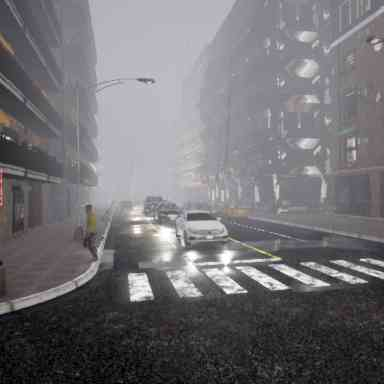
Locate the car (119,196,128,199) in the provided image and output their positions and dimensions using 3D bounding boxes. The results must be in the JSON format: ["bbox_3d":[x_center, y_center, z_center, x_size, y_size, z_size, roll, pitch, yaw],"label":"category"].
[{"bbox_3d":[-14.438,1.851,71.181,2.192,1.841,5.009,-1,0,-12],"label":"car"}]

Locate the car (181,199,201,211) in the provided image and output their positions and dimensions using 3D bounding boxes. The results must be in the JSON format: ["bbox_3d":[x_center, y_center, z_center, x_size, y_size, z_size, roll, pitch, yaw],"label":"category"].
[{"bbox_3d":[-0.189,1.754,45.295,1.887,1.381,4.507,-1,0,-12],"label":"car"}]

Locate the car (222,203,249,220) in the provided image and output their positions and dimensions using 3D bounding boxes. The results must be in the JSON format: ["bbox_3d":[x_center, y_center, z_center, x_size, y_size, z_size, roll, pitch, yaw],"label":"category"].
[{"bbox_3d":[3.407,1.608,28.871,1.752,1.417,4.829,-1,0,-12],"label":"car"}]

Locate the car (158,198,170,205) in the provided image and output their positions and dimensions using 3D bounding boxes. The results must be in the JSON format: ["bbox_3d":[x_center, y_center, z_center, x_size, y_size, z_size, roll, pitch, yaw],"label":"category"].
[{"bbox_3d":[-6.244,1.985,72.952,2.008,1.369,4.403,-1,0,-12],"label":"car"}]

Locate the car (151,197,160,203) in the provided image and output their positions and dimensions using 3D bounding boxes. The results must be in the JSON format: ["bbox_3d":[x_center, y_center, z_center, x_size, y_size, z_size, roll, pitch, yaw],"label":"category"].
[{"bbox_3d":[-9.877,2.156,89.544,1.802,1.307,4.206,-1,0,-12],"label":"car"}]

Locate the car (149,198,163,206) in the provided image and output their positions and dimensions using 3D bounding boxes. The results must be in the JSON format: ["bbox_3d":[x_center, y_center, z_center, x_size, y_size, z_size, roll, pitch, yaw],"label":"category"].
[{"bbox_3d":[-7.030,1.892,64.428,2.128,1.511,4.902,-1,0,-12],"label":"car"}]

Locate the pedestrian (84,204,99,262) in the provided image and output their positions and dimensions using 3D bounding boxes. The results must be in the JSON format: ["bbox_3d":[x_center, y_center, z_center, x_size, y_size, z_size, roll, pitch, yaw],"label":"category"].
[{"bbox_3d":[-3.149,1.243,10.397,0.375,1.860,0.375,-1,0,-12],"label":"pedestrian"}]

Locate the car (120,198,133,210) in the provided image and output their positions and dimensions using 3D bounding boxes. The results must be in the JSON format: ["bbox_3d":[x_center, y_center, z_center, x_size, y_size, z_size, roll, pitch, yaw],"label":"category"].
[{"bbox_3d":[-9.590,1.938,49.053,1.802,1.307,4.206,-1,0,-12],"label":"car"}]

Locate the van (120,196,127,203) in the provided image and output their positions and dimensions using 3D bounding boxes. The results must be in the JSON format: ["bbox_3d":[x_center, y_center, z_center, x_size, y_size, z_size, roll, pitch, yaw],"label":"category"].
[{"bbox_3d":[-18.070,2.017,87.774,1.690,1.788,3.998,-1,0,-12],"label":"van"}]

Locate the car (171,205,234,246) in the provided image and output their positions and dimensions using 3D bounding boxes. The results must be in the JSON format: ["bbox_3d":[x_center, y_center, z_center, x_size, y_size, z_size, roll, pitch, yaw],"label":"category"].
[{"bbox_3d":[0.303,1.601,15.979,1.812,1.442,4.674,-1,0,-11],"label":"car"}]

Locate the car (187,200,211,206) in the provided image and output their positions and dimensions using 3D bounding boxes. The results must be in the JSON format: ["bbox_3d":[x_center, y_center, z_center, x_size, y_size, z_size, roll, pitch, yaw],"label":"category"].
[{"bbox_3d":[1.021,1.710,39.765,1.887,1.381,4.507,-1,0,-12],"label":"car"}]

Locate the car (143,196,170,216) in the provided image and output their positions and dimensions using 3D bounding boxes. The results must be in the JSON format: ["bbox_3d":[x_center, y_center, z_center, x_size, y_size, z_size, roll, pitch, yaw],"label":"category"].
[{"bbox_3d":[-4.113,1.438,36.180,2.150,2.045,5.566,-1,0,-12],"label":"car"}]

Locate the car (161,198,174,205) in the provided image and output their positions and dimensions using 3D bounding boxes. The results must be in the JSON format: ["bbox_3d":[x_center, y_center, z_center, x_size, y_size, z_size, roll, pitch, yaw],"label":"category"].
[{"bbox_3d":[-5.033,1.940,67.421,2.008,1.369,4.403,-1,0,-12],"label":"car"}]

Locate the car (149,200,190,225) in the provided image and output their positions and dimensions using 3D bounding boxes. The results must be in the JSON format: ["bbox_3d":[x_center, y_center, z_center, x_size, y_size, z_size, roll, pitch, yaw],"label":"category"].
[{"bbox_3d":[-1.869,1.632,25.899,2.128,1.511,4.902,-1,0,-12],"label":"car"}]

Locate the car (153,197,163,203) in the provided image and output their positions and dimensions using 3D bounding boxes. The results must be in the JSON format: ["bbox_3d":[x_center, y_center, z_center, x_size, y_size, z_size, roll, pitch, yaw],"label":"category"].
[{"bbox_3d":[-8.668,1.966,84.013,1.967,1.590,4.097,-1,0,-12],"label":"car"}]

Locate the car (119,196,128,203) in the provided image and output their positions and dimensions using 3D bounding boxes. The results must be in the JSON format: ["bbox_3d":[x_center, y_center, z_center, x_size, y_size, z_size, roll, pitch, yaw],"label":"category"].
[{"bbox_3d":[-19.282,2.045,93.302,2.192,1.841,5.009,-1,0,-12],"label":"car"}]
